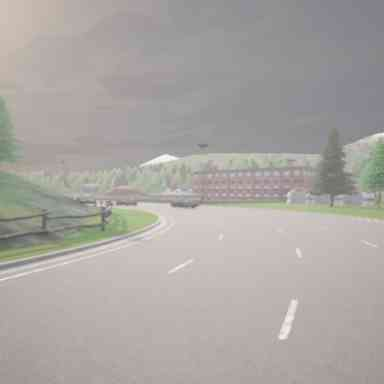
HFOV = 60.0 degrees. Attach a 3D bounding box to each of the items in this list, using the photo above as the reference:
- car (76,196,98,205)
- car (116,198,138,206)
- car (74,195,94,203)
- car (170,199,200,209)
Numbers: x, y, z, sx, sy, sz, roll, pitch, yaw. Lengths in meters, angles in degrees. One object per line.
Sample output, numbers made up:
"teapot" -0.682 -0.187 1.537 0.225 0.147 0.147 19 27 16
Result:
"car" -18.828 1.645 59.366 4.718 1.301 1.895 0 0 43
"car" -11.099 1.695 56.646 4.181 1.385 1.994 0 0 45
"car" -23.936 1.525 73.655 5.008 1.535 1.882 0 0 43
"car" -1.135 1.782 51.075 2.033 1.411 5.357 1 0 -40
